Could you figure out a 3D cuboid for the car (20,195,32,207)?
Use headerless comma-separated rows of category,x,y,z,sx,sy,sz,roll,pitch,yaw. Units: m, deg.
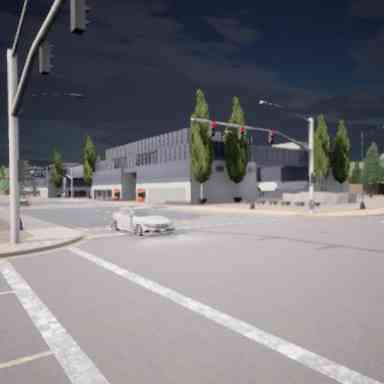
car,-24.176,1.218,47.058,2.097,1.767,4.553,-1,0,-36

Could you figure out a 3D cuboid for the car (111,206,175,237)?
car,-2.736,1.482,17.570,1.812,1.442,4.674,-1,1,-36
